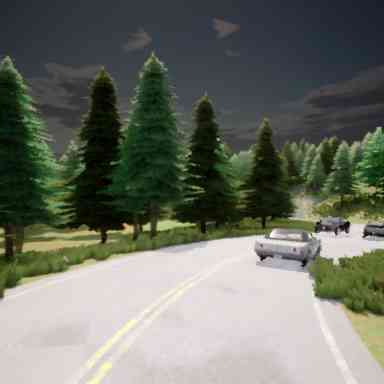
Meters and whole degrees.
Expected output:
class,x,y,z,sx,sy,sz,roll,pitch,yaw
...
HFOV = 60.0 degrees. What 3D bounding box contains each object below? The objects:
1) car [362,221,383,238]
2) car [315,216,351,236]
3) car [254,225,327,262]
class,x,y,z,sx,sy,sz,roll,pitch,yaw
car,16.014,3.241,28.561,2.128,1.511,4.902,3,-2,37
car,12.168,2.789,28.620,1.882,1.535,5.008,3,-2,39
car,4.264,2.217,14.154,1.895,1.301,4.718,2,-2,29
